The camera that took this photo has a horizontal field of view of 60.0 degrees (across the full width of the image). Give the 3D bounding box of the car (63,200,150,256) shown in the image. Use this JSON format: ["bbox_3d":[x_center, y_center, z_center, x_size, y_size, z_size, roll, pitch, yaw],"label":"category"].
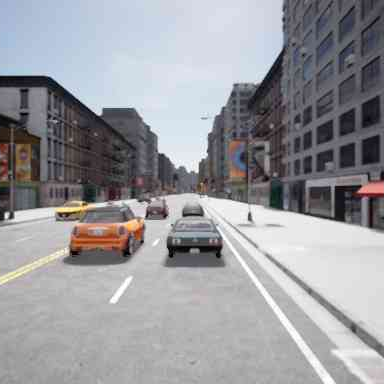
[{"bbox_3d":[-3.157,1.375,13.316,2.097,1.767,4.553,0,0,0],"label":"car"}]

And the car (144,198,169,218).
[{"bbox_3d":[-3.156,1.583,30.711,1.812,1.442,4.674,0,0,0],"label":"car"}]

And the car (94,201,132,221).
[{"bbox_3d":[-6.602,1.544,28.397,2.128,1.511,4.902,0,0,0],"label":"car"}]

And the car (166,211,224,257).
[{"bbox_3d":[0.096,1.623,12.988,1.895,1.301,4.718,0,0,0],"label":"car"}]

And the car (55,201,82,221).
[{"bbox_3d":[-9.851,1.529,28.055,1.882,1.535,5.008,0,0,0],"label":"car"}]

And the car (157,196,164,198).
[{"bbox_3d":[-6.509,1.682,68.914,2.128,1.511,4.902,0,0,0],"label":"car"}]

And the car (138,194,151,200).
[{"bbox_3d":[-9.759,1.382,68.884,2.150,2.045,5.566,0,0,0],"label":"car"}]

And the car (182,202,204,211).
[{"bbox_3d":[0.094,1.620,30.262,1.994,1.385,4.181,0,0,0],"label":"car"}]
